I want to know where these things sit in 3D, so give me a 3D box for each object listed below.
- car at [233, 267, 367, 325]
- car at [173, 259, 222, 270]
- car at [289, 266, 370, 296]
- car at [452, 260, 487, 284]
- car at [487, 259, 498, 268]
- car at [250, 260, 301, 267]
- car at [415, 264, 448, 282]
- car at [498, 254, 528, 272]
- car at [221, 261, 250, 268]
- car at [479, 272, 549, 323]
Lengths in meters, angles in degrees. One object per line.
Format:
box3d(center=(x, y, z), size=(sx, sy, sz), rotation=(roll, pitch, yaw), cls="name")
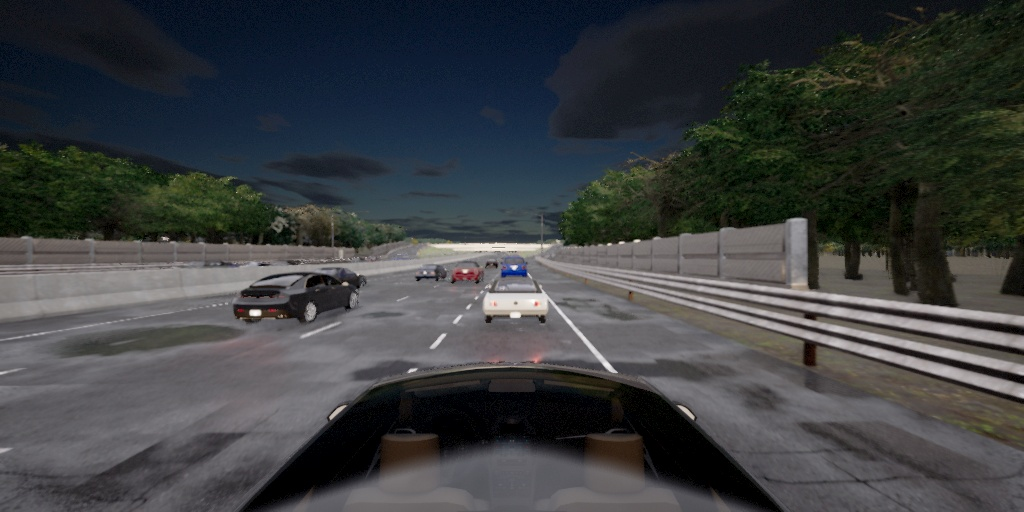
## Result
box3d(center=(-6.890, 1.289, 12.051), size=(1.837, 1.490, 4.892), rotation=(0, 0, 0), cls="car")
box3d(center=(-28.000, 1.202, 32.292), size=(2.097, 1.767, 4.553), rotation=(0, 0, 1), cls="car")
box3d(center=(-10.371, 1.362, 20.955), size=(2.033, 1.411, 5.357), rotation=(0, 0, 0), cls="car")
box3d(center=(-3.433, 1.194, 28.568), size=(2.097, 1.767, 4.553), rotation=(0, 0, 0), cls="car")
box3d(center=(-3.186, 1.172, 58.527), size=(1.882, 1.535, 5.008), rotation=(0, 1, 1), cls="car")
box3d(center=(-20.999, 1.204, 32.716), size=(2.097, 1.767, 4.553), rotation=(0, 0, 0), cls="car")
box3d(center=(-6.822, 1.396, 30.693), size=(2.033, 1.411, 5.357), rotation=(0, 0, 0), cls="car")
box3d(center=(0.180, 1.072, 30.812), size=(2.150, 2.045, 5.566), rotation=(0, 0, 0), cls="car")
box3d(center=(-24.490, 1.379, 33.953), size=(1.812, 1.442, 4.674), rotation=(0, 0, 1), cls="car")
box3d(center=(0.109, 1.388, 12.340), size=(1.895, 1.301, 4.718), rotation=(0, 0, 0), cls="car")
